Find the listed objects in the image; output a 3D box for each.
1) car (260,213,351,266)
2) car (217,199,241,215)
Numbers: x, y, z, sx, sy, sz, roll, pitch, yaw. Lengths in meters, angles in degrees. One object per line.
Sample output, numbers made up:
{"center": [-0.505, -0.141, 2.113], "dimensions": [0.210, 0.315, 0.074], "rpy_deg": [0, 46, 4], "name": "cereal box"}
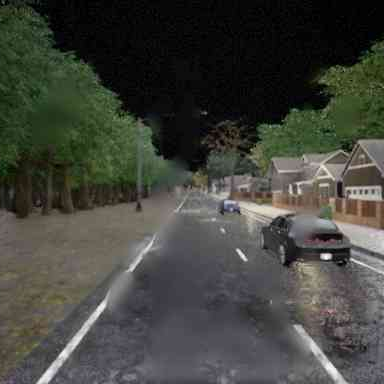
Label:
{"center": [3.605, 1.475, 11.356], "dimensions": [1.837, 1.490, 4.892], "rpy_deg": [0, 0, 0], "name": "car"}
{"center": [3.611, 1.424, 32.730], "dimensions": [1.812, 1.442, 4.674], "rpy_deg": [0, 0, 0], "name": "car"}
